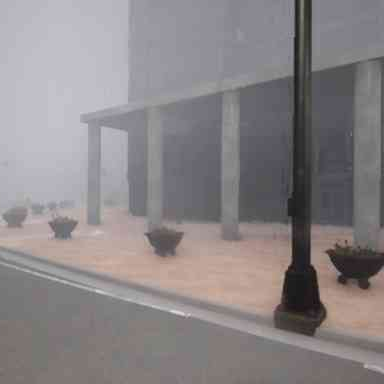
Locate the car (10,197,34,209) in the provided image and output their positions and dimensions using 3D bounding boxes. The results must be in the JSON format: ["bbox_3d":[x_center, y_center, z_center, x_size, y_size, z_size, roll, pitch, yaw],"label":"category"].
[{"bbox_3d":[-22.207,1.393,43.648,1.882,1.535,5.008,1,0,-11],"label":"car"}]
